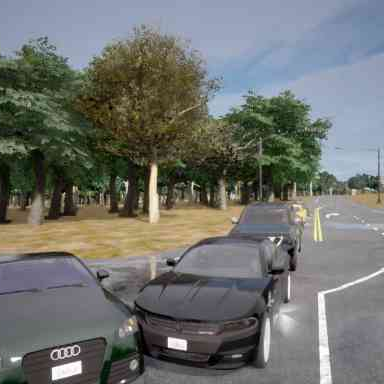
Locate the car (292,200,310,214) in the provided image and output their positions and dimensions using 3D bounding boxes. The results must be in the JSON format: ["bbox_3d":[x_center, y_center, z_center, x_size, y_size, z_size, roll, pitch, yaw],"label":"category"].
[{"bbox_3d":[13.275,1.744,40.177,1.812,1.442,4.674,-1,0,21],"label":"car"}]

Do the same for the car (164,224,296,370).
[{"bbox_3d":[0.730,1.613,6.276,1.882,1.535,5.008,-1,-2,21],"label":"car"}]

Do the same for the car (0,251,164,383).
[{"bbox_3d":[-2.315,1.643,4.976,1.994,1.385,4.181,1,-2,-33],"label":"car"}]

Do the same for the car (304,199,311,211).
[{"bbox_3d":[11.285,1.560,34.965,2.097,1.767,4.553,-1,0,21],"label":"car"}]

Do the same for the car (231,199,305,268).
[{"bbox_3d":[2.845,1.458,12.419,2.150,2.045,5.566,-2,0,20],"label":"car"}]

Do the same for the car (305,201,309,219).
[{"bbox_3d":[7.209,1.662,24.081,1.882,1.535,5.008,-1,0,20],"label":"car"}]

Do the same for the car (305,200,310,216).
[{"bbox_3d":[9.263,1.722,29.588,1.812,1.442,4.674,-1,0,20],"label":"car"}]
